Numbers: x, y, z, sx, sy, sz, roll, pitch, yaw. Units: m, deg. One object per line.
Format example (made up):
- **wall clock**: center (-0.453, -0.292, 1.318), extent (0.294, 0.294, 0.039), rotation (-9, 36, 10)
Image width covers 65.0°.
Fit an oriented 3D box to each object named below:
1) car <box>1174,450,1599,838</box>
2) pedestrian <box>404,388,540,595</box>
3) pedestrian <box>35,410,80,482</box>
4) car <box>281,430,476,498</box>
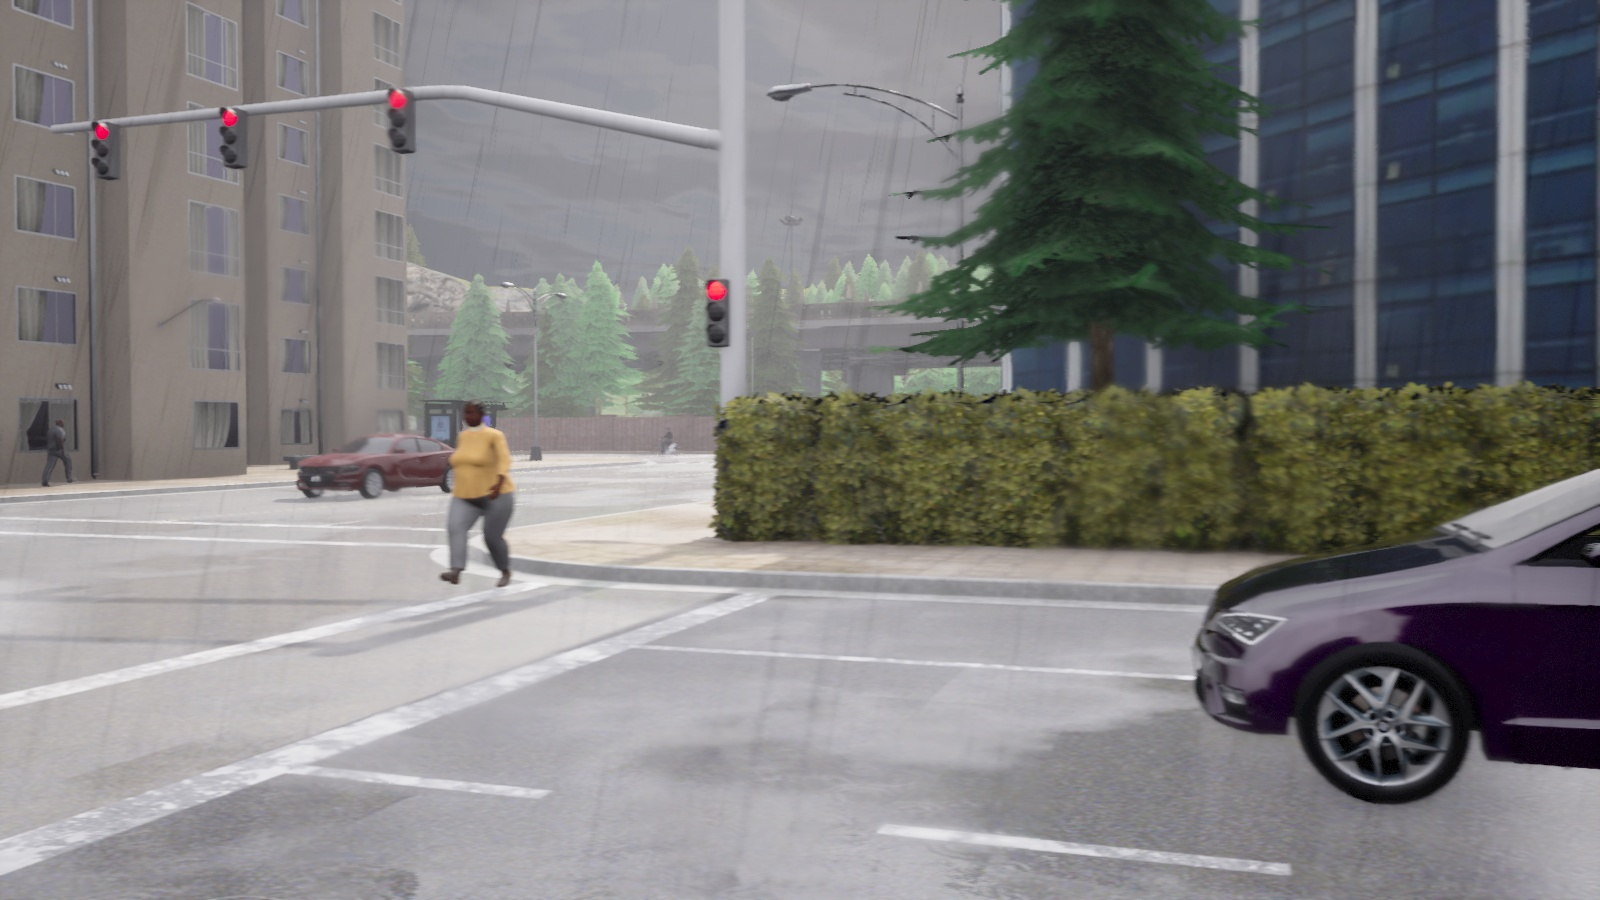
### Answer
- **car**: center (3.888, 0.765, 5.578), extent (4.193, 1.474, 1.816), rotation (1, 1, 19)
- **pedestrian**: center (-3.081, 0.364, 11.851), extent (0.874, 1.855, 0.900), rotation (1, 1, 21)
- **pedestrian**: center (-19.584, -0.119, 33.146), extent (0.563, 1.883, 0.849), rotation (1, 1, 19)
- **car**: center (-10.220, 0.271, 30.918), extent (1.882, 1.535, 5.008), rotation (1, 1, 19)
